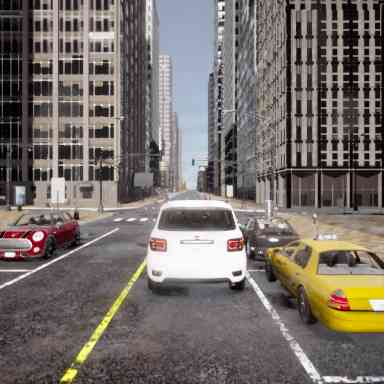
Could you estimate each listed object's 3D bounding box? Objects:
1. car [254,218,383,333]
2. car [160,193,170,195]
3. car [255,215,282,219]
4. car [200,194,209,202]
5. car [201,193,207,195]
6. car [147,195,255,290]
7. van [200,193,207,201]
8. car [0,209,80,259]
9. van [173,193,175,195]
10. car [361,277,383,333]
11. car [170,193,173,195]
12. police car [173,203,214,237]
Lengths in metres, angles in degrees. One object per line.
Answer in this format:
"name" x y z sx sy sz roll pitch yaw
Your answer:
"car" 2.694 1.525 6.905 1.752 1.417 4.829 0 0 0
"car" -5.762 1.380 61.668 1.967 1.590 4.097 0 0 0
"car" 2.696 1.548 12.403 2.008 1.369 4.403 0 0 0
"car" 2.718 1.353 73.032 1.967 1.590 4.097 0 0 0
"car" 2.810 1.380 61.664 1.967 1.590 4.097 0 0 0
"car" 0.103 1.220 9.189 2.150 2.045 5.566 0 0 0
"van" 2.720 1.239 78.716 1.690 1.788 3.998 0 0 0
"car" -5.684 1.437 12.405 1.967 1.590 4.097 0 0 0
"van" -5.658 1.225 84.408 1.690 1.788 3.998 0 0 0
"car" 2.692 1.551 1.065 2.008 1.369 4.403 0 0 0
"car" -5.693 1.242 67.353 2.192 1.841 5.009 0 0 0
"police car" 0.103 1.497 19.109 2.038 1.542 4.974 0 0 1
